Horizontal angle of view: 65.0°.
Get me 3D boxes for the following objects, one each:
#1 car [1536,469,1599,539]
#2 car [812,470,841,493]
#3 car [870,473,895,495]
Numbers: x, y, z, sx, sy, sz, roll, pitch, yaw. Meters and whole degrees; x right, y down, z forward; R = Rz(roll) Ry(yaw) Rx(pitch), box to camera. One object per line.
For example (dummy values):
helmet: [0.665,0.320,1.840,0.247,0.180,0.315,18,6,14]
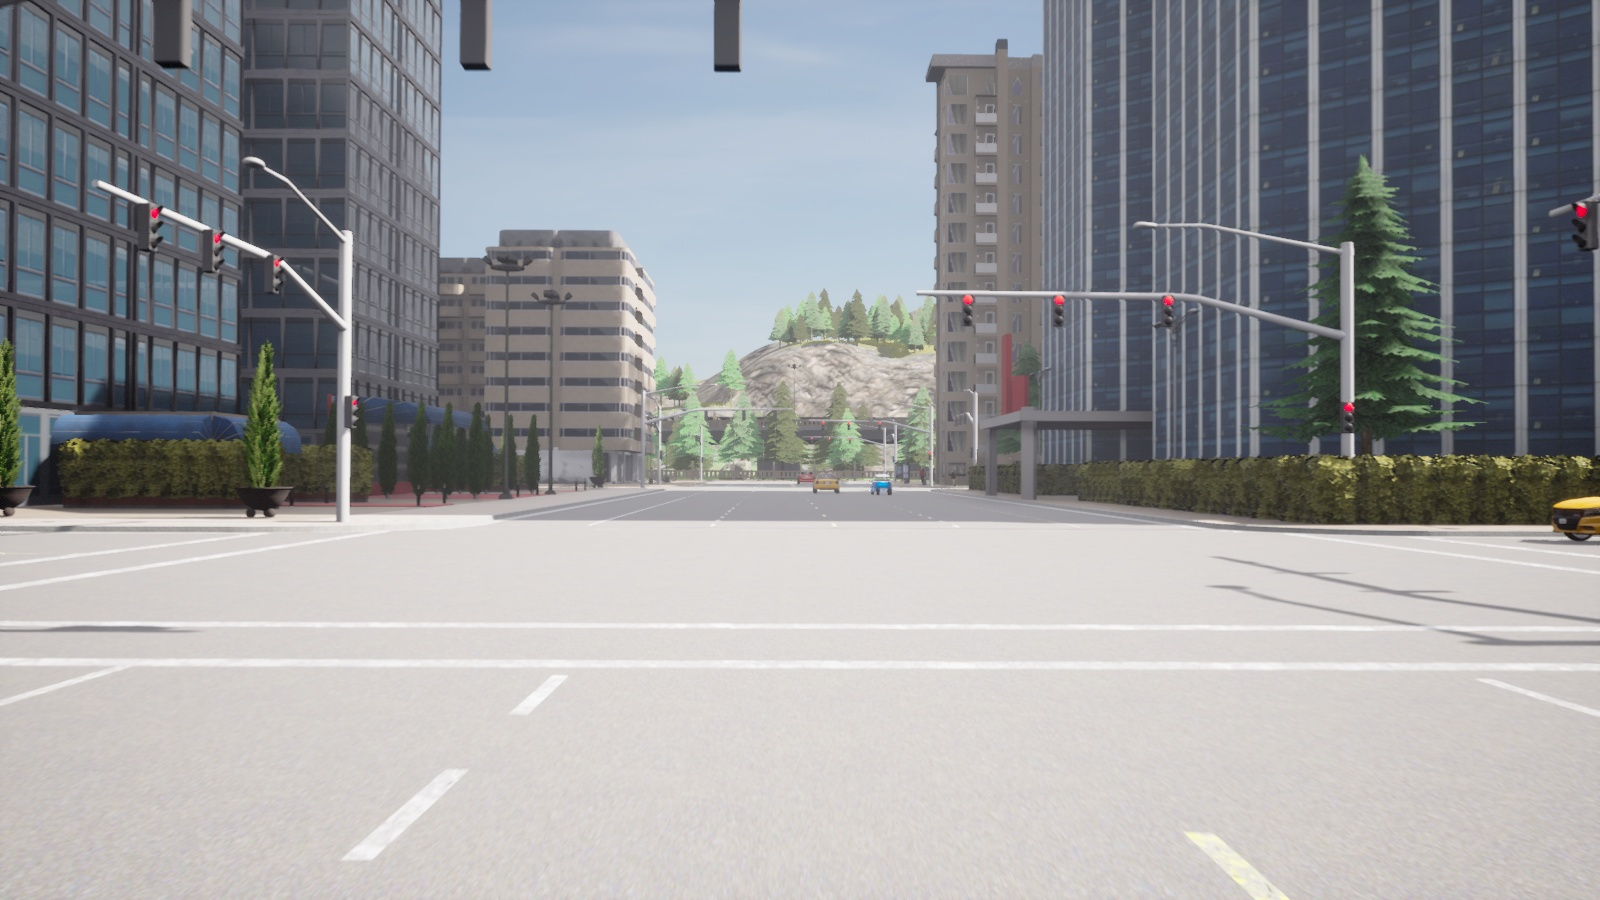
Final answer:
car: [19.812,1.191,28.566,5.008,1.535,1.882,0,-1,-1]
car: [1.849,2.229,88.601,1.801,1.575,5.366,0,-1,-1]
car: [5.444,2.240,83.144,1.481,1.376,2.207,0,-1,-1]
